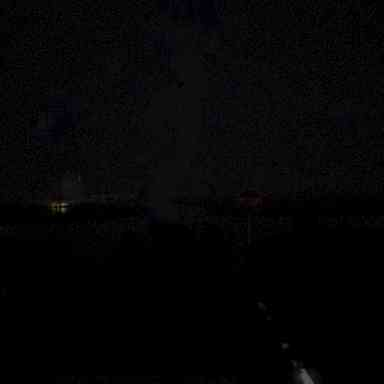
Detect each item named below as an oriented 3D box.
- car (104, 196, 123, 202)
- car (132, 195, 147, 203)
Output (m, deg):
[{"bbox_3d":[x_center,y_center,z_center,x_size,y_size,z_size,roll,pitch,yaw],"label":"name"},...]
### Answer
[{"bbox_3d":[-17.789,1.475,75.000,4.718,1.301,1.895,-1,1,42],"label":"car"},{"bbox_3d":[-10.892,1.373,67.157,1.882,1.535,5.008,-1,0,-37],"label":"car"}]
